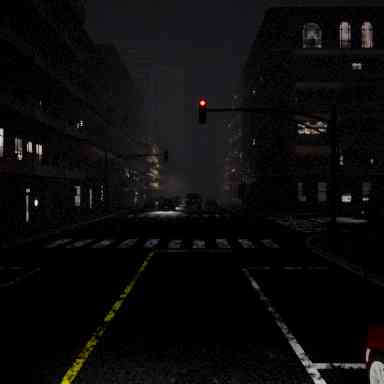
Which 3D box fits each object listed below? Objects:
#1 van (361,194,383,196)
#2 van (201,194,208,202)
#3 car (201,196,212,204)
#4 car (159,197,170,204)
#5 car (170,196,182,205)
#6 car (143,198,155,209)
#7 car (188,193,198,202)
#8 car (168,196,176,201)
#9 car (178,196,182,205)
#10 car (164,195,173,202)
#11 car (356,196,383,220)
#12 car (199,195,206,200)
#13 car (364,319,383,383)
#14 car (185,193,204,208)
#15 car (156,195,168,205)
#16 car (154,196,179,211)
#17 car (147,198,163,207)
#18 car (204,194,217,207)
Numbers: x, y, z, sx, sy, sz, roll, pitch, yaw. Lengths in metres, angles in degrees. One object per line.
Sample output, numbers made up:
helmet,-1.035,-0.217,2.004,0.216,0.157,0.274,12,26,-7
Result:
van,15.721,1.035,27.329,3.998,1.788,1.690,-1,1,-1
van,2.911,1.379,78.434,1.690,1.788,3.998,-1,0,0
car,2.880,1.578,67.378,2.008,1.369,4.403,-1,0,0
car,-5.500,1.609,67.409,1.802,1.307,4.206,-1,0,0
car,-2.890,1.526,60.336,1.837,1.490,4.892,0,0,1
car,-5.565,1.561,45.297,2.008,1.369,4.403,0,0,0
car,0.234,1.264,79.435,2.150,2.045,5.566,0,0,0
car,-5.435,1.632,89.520,1.802,1.307,4.206,-1,0,0
car,-2.944,1.577,49.997,1.994,1.385,4.181,0,0,0
car,-5.468,1.563,78.294,1.752,1.417,4.829,-1,0,0
car,15.110,1.230,24.749,4.892,1.490,1.837,-1,0,-1
car,2.961,1.602,95.018,1.887,1.381,4.507,-1,0,0
car,2.687,1.544,1.796,1.887,1.381,4.507,0,0,0
car,0.227,1.232,48.292,2.150,2.045,5.566,0,0,0
car,-5.518,1.462,61.881,1.967,1.590,4.097,-1,0,0
car,-2.978,1.571,40.047,1.994,1.385,4.181,0,0,1
car,-5.549,1.580,50.824,1.947,1.339,4.313,0,0,0
car,2.830,1.454,50.795,1.967,1.590,4.097,-1,0,0
